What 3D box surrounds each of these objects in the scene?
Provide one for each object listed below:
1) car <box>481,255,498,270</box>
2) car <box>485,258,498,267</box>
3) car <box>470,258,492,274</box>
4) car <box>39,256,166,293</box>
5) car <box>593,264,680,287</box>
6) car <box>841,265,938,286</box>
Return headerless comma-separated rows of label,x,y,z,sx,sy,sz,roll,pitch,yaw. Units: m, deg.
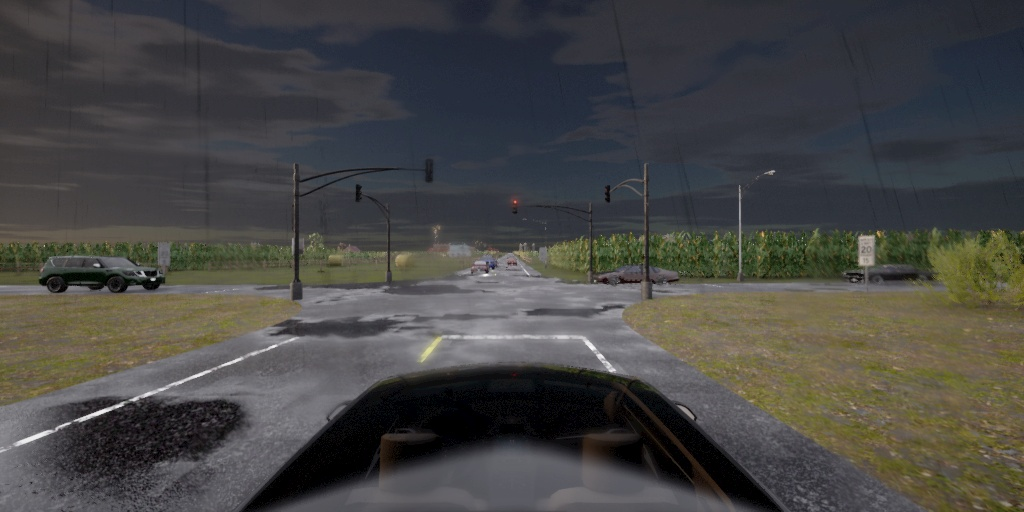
car,-3.598,0.917,51.914,2.150,2.045,5.566,0,0,-1
car,-3.570,1.161,63.305,2.128,1.511,4.902,0,0,1
car,-3.604,1.241,41.234,1.812,1.442,4.674,0,0,0
car,-23.374,1.004,20.569,5.566,2.045,2.150,0,0,0
car,8.178,1.267,23.793,5.357,1.411,2.033,0,0,0
car,25.034,1.269,23.915,4.718,1.301,1.895,0,0,0
